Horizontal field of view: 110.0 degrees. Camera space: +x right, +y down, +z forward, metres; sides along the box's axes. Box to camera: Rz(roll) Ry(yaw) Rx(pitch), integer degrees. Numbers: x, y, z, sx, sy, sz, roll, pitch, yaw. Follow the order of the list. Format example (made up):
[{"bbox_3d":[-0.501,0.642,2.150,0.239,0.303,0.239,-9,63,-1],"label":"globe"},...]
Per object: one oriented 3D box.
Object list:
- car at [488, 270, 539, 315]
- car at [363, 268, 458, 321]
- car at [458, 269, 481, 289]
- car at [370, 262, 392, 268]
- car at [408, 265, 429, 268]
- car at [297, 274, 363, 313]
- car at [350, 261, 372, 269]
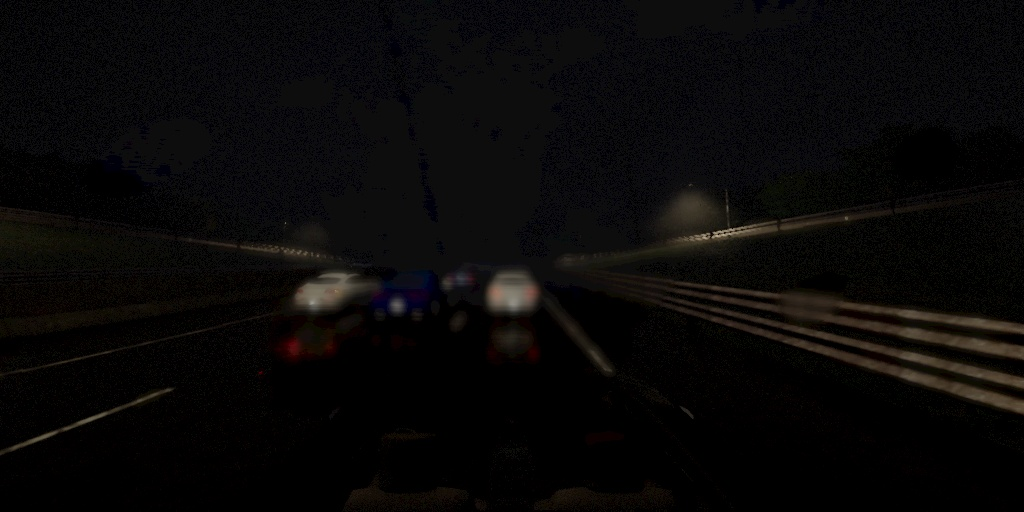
[{"bbox_3d":[0.048,1.454,14.307,1.812,1.442,4.674,0,-1,0],"label":"car"},{"bbox_3d":[-3.458,1.391,13.326,1.882,1.535,5.008,0,-1,0],"label":"car"},{"bbox_3d":[-3.467,1.667,27.015,2.033,1.411,5.357,0,-1,1],"label":"car"},{"bbox_3d":[-21.504,2.104,60.149,1.882,1.535,5.008,0,-1,-1],"label":"car"},{"bbox_3d":[-6.948,1.660,29.227,1.837,1.490,4.892,0,-1,0],"label":"car"},{"bbox_3d":[-6.949,1.462,14.922,1.812,1.442,4.674,0,-1,0],"label":"car"},{"bbox_3d":[-24.987,1.842,59.889,2.150,2.045,5.566,0,-1,-1],"label":"car"}]
